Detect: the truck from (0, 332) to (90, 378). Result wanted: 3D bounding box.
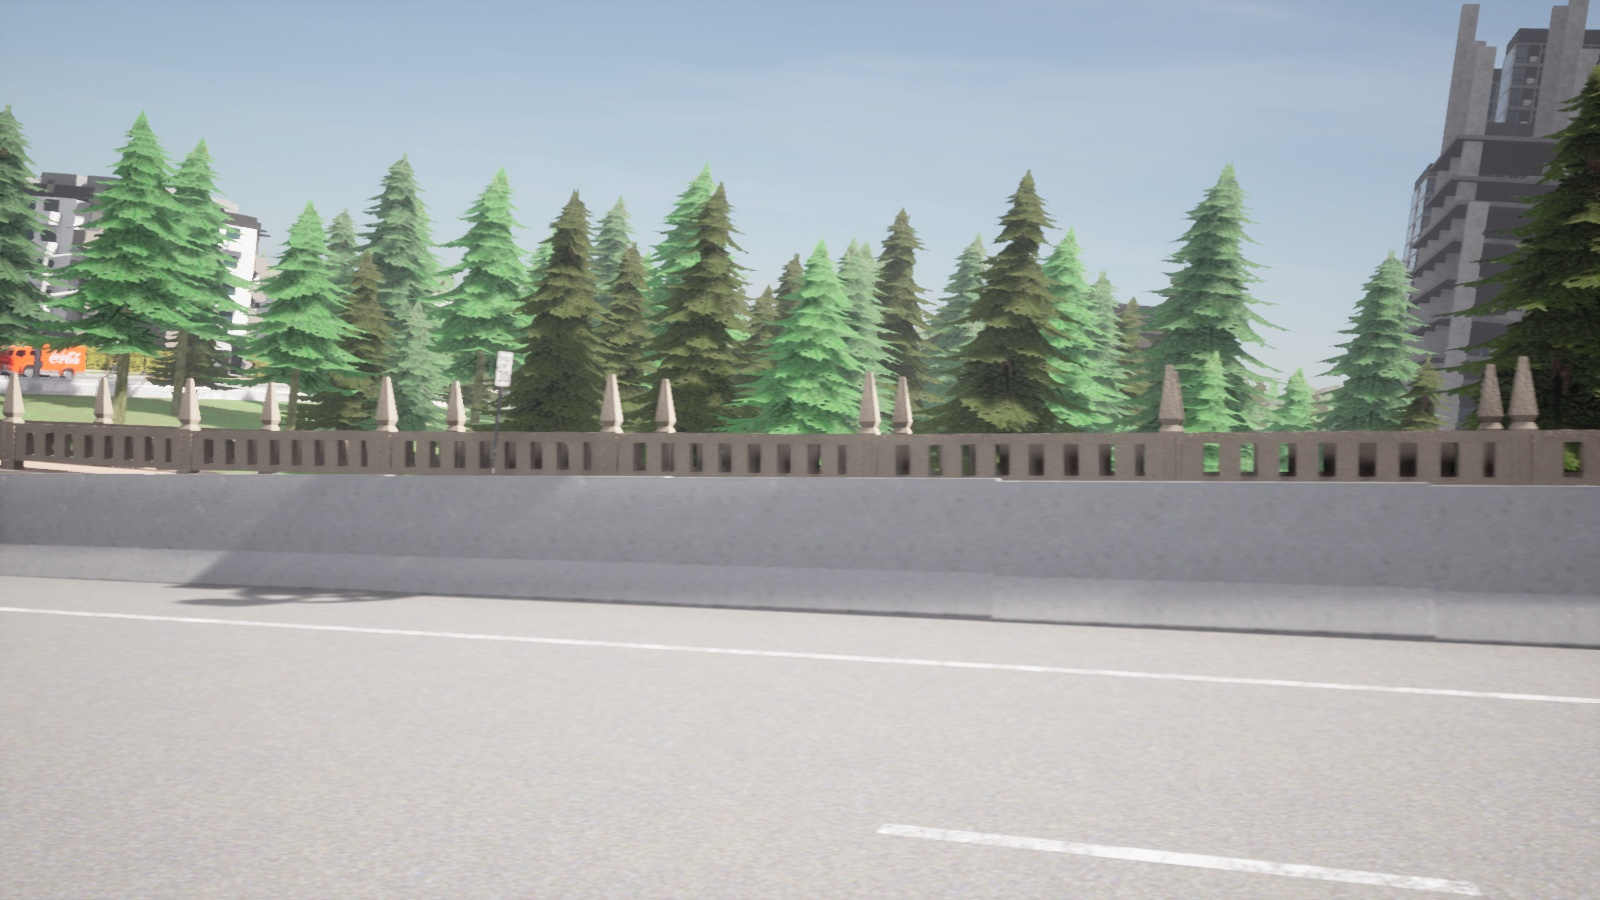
[{"bbox_3d":[-50.025,-6.220,82.497,2.627,2.467,5.204,8,3,20],"label":"truck"}]
